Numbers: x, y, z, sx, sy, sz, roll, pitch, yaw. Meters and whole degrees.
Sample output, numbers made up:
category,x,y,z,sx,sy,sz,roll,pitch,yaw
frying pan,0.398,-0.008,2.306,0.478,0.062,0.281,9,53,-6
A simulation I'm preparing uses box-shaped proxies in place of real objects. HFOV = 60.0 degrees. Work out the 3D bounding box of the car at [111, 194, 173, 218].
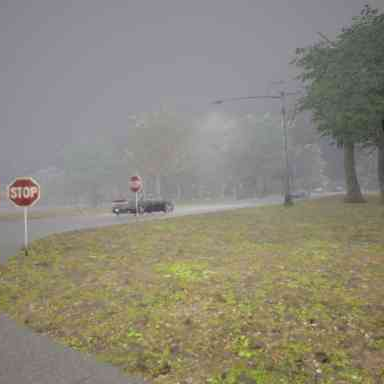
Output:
category,x,y,z,sx,sy,sz,roll,pitch,yaw
car,-3.228,0.868,22.443,2.128,1.511,4.902,-4,-1,34

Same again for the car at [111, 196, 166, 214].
category,x,y,z,sx,sy,sz,roll,pitch,yaw
car,-5.053,1.171,32.150,2.033,1.411,5.357,-4,-1,34

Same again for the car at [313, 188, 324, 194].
category,x,y,z,sx,sy,sz,roll,pitch,yaw
car,33.574,-0.274,88.864,1.882,1.535,5.008,-4,-1,33

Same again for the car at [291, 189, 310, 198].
category,x,y,z,sx,sy,sz,roll,pitch,yaw
car,17.035,0.253,52.208,1.994,1.385,4.181,-4,-1,32
